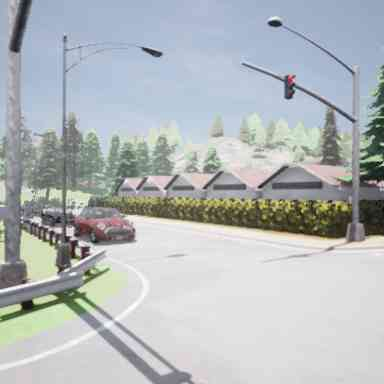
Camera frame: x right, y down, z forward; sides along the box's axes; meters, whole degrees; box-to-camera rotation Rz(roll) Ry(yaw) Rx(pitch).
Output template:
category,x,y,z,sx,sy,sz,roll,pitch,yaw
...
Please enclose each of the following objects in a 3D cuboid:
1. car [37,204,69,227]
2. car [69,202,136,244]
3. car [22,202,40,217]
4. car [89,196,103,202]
category,x,y,z,sx,sy,sz,roll,pitch,yaw
car,-10.377,1.910,25.927,1.895,1.301,4.718,1,0,-35
car,-4.731,1.634,17.821,2.097,1.767,4.553,1,0,-35
car,-17.293,1.846,36.140,1.837,1.490,4.892,1,0,-32
car,-13.406,1.674,51.915,2.150,2.045,5.566,0,0,39
